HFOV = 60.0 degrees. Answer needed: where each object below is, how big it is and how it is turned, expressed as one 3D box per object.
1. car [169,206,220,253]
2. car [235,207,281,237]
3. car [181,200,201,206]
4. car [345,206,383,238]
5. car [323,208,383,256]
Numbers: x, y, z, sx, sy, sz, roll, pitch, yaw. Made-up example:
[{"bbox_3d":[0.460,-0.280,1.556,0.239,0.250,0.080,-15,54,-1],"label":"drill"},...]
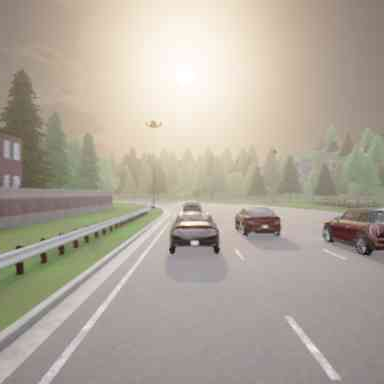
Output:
[{"bbox_3d":[0.094,1.550,13.925,2.128,1.511,4.902,0,0,0],"label":"car"},{"bbox_3d":[3.591,1.555,18.790,1.882,1.535,5.008,0,0,0],"label":"car"},{"bbox_3d":[-0.061,1.649,34.685,1.837,1.490,4.892,0,0,-3],"label":"car"},{"bbox_3d":[10.593,1.603,18.662,1.812,1.442,4.674,0,0,0],"label":"car"},{"bbox_3d":[7.094,1.408,13.548,2.097,1.767,4.553,0,0,0],"label":"car"}]
